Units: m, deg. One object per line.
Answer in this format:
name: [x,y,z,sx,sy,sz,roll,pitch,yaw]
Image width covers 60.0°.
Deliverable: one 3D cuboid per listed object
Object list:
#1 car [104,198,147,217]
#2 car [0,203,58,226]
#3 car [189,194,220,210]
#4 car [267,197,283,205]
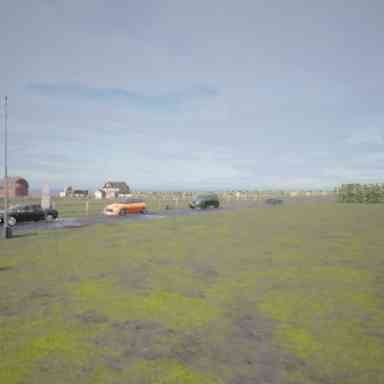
car: [-6.602,1.453,33.249,2.097,1.767,4.553,0,0,34]
car: [-12.336,1.612,24.600,1.837,1.490,4.892,0,0,32]
car: [1.779,1.310,45.764,2.150,2.045,5.566,0,1,34]
car: [15.084,1.610,60.417,1.837,1.490,4.892,0,0,34]
